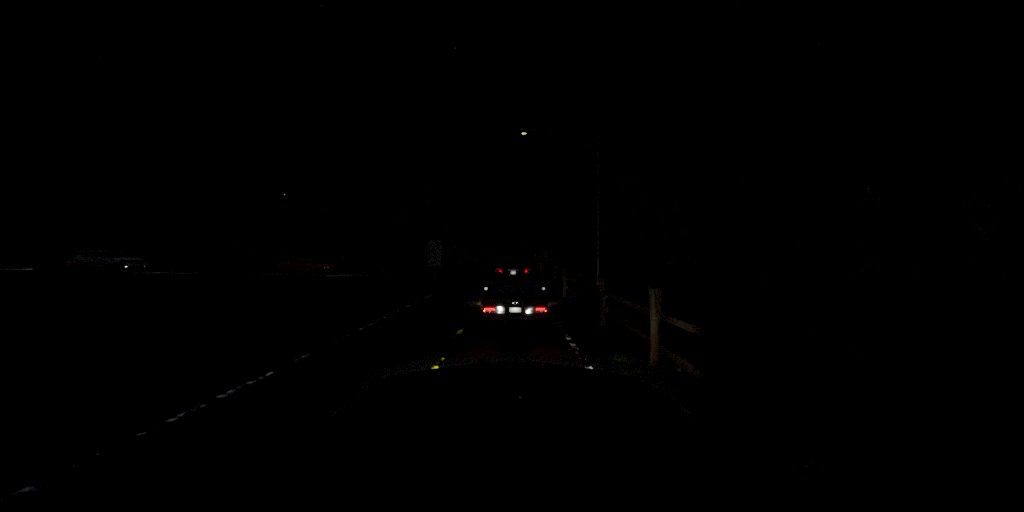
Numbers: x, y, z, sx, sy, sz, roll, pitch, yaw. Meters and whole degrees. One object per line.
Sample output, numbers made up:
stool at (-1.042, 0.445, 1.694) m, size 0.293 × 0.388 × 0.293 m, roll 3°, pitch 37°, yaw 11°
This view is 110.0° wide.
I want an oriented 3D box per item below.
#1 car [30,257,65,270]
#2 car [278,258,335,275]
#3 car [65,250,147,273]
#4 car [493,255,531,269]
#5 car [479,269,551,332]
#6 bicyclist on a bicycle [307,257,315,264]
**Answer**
car at (-47.069, 0.735, 37.305) m, size 4.181 × 1.385 × 1.994 m, roll 1°, pitch 0°, yaw 1°
car at (-19.462, 1.011, 34.116) m, size 5.008 × 1.535 × 1.882 m, roll 1°, pitch 0°, yaw 1°
car at (-38.416, 0.514, 34.319) m, size 5.566 × 2.045 × 2.150 m, roll 1°, pitch 0°, yaw 1°
car at (0.003, 0.972, 22.057) m, size 2.150 × 2.045 × 5.566 m, roll 0°, pitch 0°, yaw -1°
car at (0.083, 1.297, 10.827) m, size 2.033 × 1.411 × 5.357 m, roll 0°, pitch 0°, yaw 0°
bicyclist on a bicycle at (-22.455, 0.930, 40.121) m, size 0.582 × 1.620 × 1.656 m, roll 1°, pitch 0°, yaw 1°
